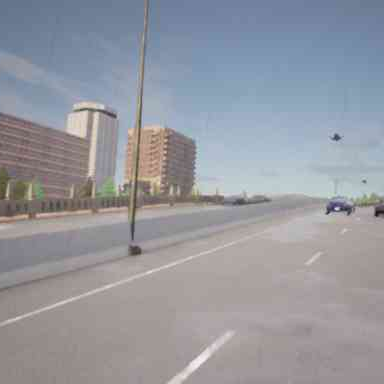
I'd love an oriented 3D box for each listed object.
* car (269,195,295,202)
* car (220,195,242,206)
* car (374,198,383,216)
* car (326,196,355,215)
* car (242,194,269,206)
[{"bbox_3d":[10.990,1.060,39.186,1.812,1.442,4.674,0,-1,32],"label":"car"},{"bbox_3d":[5.609,1.135,43.786,2.033,1.411,5.357,0,-1,32],"label":"car"},{"bbox_3d":[15.306,1.116,25.797,1.994,1.385,4.181,0,1,31],"label":"car"},{"bbox_3d":[12.455,1.094,27.845,1.812,1.442,4.674,0,1,31],"label":"car"},{"bbox_3d":[8.328,1.066,41.535,1.837,1.490,4.892,0,-1,32],"label":"car"}]
